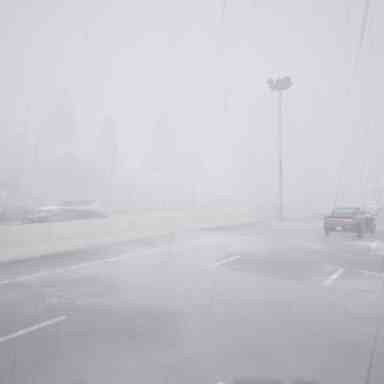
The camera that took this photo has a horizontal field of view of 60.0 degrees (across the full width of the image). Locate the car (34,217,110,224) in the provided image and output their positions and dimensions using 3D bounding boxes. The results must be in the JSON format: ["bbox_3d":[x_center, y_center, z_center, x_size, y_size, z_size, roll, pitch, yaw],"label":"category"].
[{"bbox_3d":[-7.139,1.779,20.746,1.994,1.385,4.181,-1,-1,36],"label":"car"}]

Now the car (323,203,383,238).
[{"bbox_3d":[8.723,1.582,18.259,2.128,1.511,4.902,-1,-1,38],"label":"car"}]

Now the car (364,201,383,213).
[{"bbox_3d":[19.234,1.687,35.476,1.812,1.442,4.674,-1,-1,44],"label":"car"}]

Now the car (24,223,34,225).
[{"bbox_3d":[-9.384,1.854,23.655,1.895,1.301,4.718,-1,-1,37],"label":"car"}]
